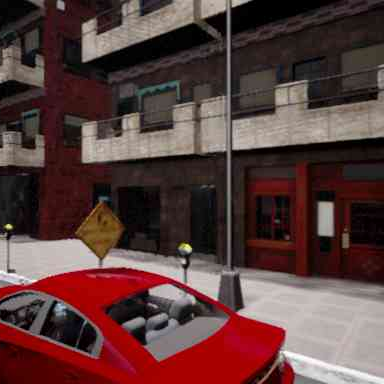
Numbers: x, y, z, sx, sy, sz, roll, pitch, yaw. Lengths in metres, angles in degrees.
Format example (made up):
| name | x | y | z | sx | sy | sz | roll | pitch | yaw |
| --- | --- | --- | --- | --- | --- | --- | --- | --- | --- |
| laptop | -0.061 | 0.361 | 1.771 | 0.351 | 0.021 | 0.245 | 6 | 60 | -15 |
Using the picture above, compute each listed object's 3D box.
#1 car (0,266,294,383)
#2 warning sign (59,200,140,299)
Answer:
| name | x | y | z | sx | sy | sz | roll | pitch | yaw |
| --- | --- | --- | --- | --- | --- | --- | --- | --- | --- |
| car | -1.198 | 1.546 | 3.733 | 4.507 | 1.381 | 1.887 | 0 | 0 | 35 |
| warning sign | -1.973 | 1.118 | 7.200 | 1.060 | 1.860 | 1.300 | 0 | 0 | 35 |
